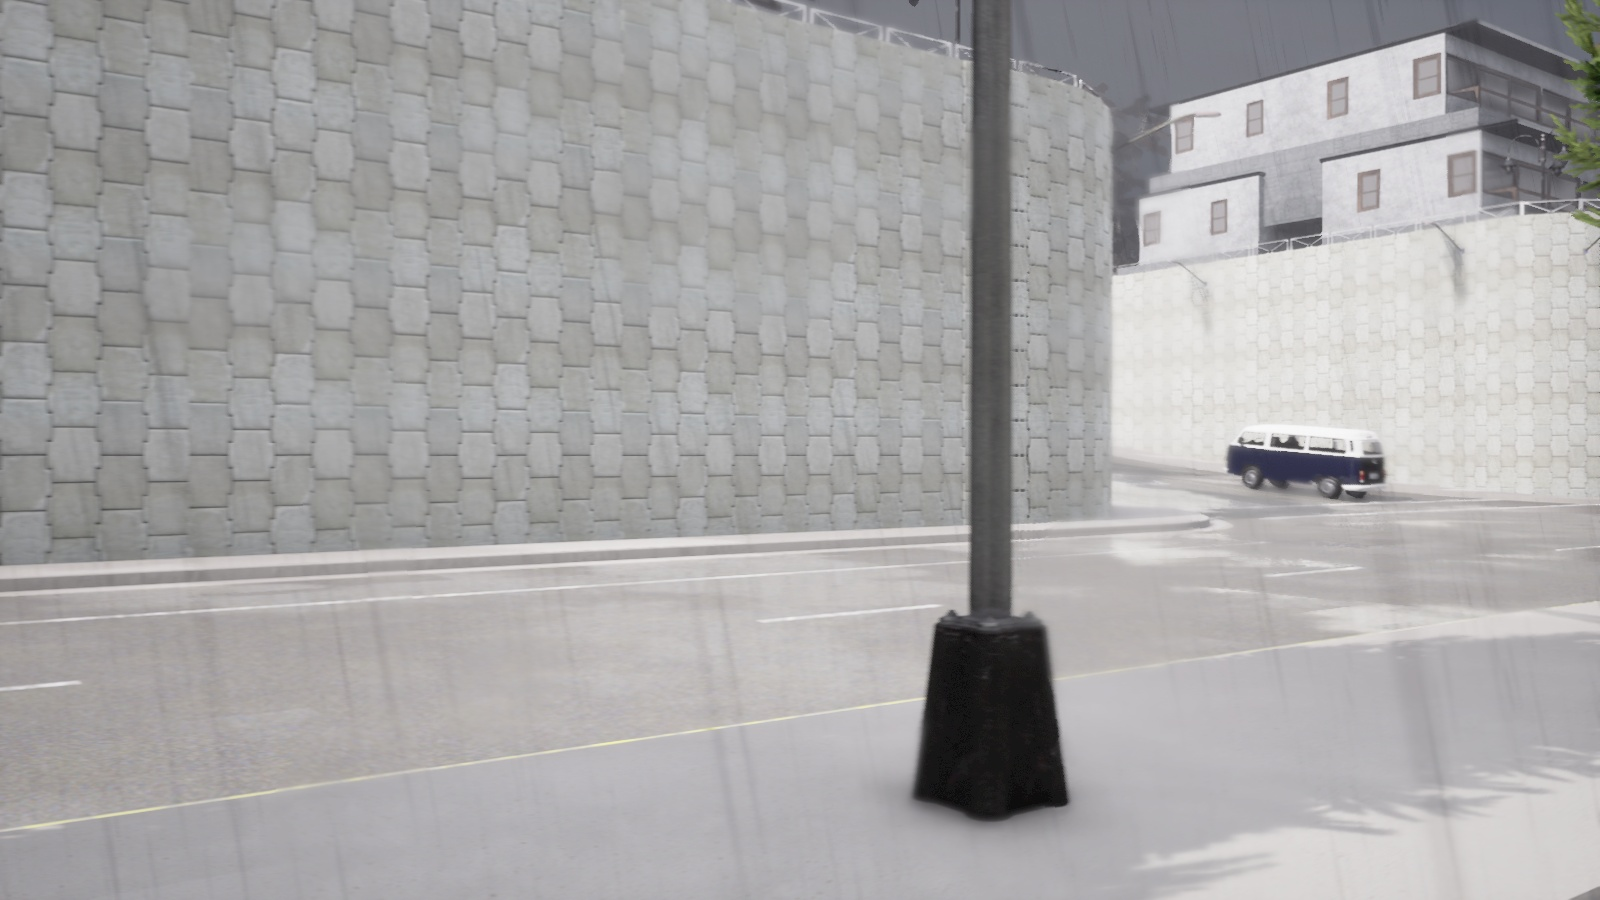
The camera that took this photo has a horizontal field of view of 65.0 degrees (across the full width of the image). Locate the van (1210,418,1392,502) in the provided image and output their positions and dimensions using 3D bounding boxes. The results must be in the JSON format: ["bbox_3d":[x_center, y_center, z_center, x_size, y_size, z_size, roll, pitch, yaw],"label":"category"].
[{"bbox_3d":[14.843,0.219,37.417,2.069,2.038,4.480,-1,6,-38],"label":"van"}]
